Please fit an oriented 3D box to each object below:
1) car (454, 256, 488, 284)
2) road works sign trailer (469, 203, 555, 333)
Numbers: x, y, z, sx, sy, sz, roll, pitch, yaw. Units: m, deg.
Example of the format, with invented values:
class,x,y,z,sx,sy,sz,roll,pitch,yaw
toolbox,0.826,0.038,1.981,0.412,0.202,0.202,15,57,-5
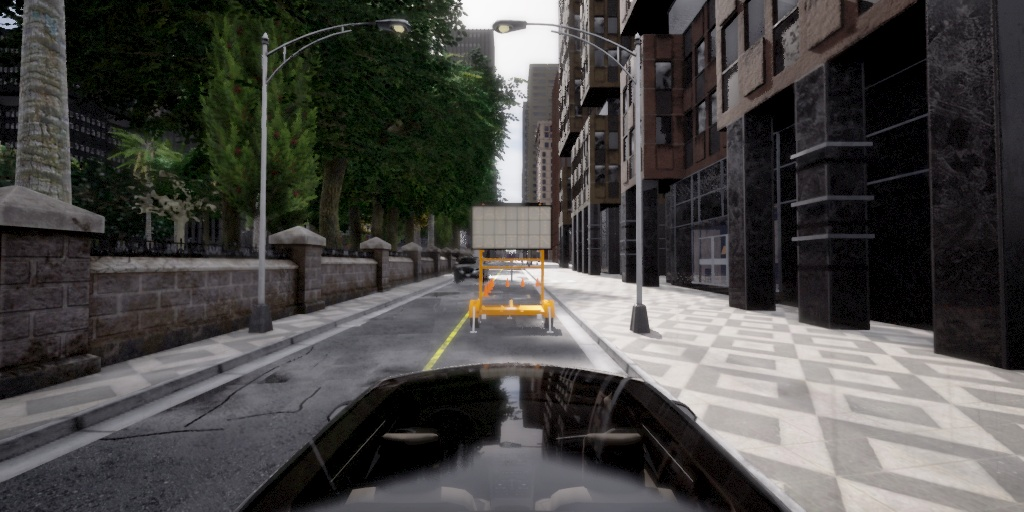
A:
class,x,y,z,sx,sy,sz,roll,pitch,yaw
car,-3.030,1.003,27.530,2.150,2.045,5.566,0,0,0
road works sign trailer,-0.008,0.221,10.735,2.380,3.560,2.880,0,0,0
